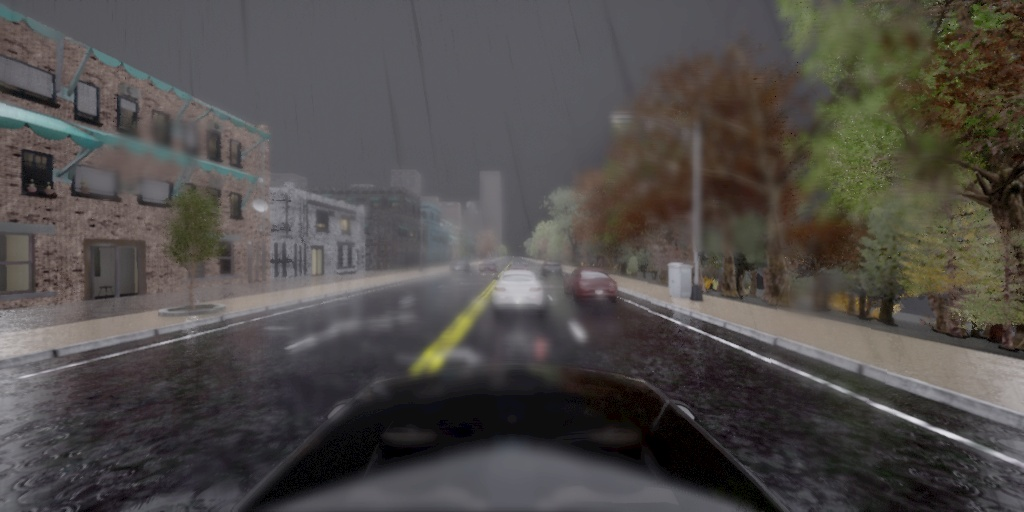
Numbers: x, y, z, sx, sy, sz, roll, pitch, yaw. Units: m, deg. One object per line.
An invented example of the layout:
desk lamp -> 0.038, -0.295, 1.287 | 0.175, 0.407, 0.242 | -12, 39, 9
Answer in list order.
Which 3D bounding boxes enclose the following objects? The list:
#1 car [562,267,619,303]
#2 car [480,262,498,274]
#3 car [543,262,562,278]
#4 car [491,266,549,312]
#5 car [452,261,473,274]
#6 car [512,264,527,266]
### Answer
car -> 3.612, 1.305, 16.626 | 1.812, 1.442, 4.674 | 0, 0, 1
car -> -2.547, 1.388, 42.348 | 1.994, 1.385, 4.181 | 0, 0, 1
car -> 3.996, 1.306, 35.156 | 2.128, 1.511, 4.902 | 0, 0, 1
car -> 0.308, 1.299, 14.202 | 1.812, 1.442, 4.674 | 0, 0, 2
car -> -5.800, 1.314, 42.238 | 2.128, 1.511, 4.902 | 0, 0, 1
car -> 0.719, 1.411, 33.871 | 1.895, 1.301, 4.718 | 0, 0, 1
